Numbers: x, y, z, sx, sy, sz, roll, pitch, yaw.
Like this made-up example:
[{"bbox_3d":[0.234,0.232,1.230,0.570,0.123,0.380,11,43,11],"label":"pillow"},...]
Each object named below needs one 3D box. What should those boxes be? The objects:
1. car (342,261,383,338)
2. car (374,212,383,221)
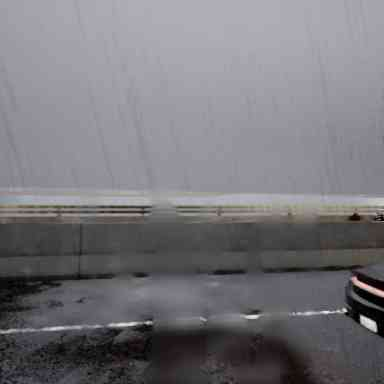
[{"bbox_3d":[4.713,1.545,4.817,4.902,1.511,2.128,1,0,-10],"label":"car"},{"bbox_3d":[16.027,1.739,24.752,4.674,1.442,1.812,1,0,-9],"label":"car"}]
